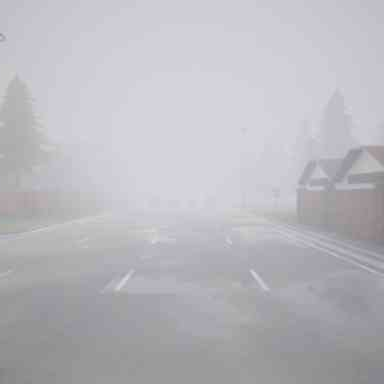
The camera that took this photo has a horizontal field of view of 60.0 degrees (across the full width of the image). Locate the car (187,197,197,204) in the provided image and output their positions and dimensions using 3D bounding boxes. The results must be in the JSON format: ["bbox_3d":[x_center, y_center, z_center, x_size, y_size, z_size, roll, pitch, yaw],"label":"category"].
[{"bbox_3d":[0.006,1.754,72.380,1.994,1.385,4.181,0,0,0],"label":"car"}]

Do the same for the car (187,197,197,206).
[{"bbox_3d":[0.005,1.794,61.959,2.128,1.511,4.902,0,0,0],"label":"car"}]

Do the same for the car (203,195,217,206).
[{"bbox_3d":[3.505,1.524,61.991,2.150,2.045,5.566,0,0,0],"label":"car"}]

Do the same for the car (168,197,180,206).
[{"bbox_3d":[-3.495,1.807,61.960,1.837,1.490,4.892,0,0,0],"label":"car"}]

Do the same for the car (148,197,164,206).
[{"bbox_3d":[-6.995,1.657,62.347,2.097,1.767,4.553,0,0,0],"label":"car"}]

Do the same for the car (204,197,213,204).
[{"bbox_3d":[3.506,1.725,72.379,1.812,1.442,4.674,0,0,0],"label":"car"}]

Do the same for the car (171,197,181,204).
[{"bbox_3d":[-3.494,1.797,72.410,1.895,1.301,4.718,0,0,0],"label":"car"}]
